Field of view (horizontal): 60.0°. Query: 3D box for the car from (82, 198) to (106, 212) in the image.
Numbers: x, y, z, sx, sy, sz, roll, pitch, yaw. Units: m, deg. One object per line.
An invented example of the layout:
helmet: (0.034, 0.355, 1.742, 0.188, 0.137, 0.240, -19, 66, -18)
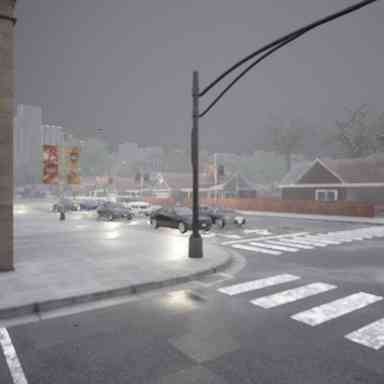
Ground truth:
car: (-13.152, 1.729, 43.185, 1.882, 1.535, 5.008, 0, 1, -35)

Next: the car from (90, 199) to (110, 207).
car: (-16.316, 1.894, 58.849, 1.994, 1.385, 4.181, 0, 0, -36)

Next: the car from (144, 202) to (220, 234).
car: (-0.789, 1.574, 20.362, 1.882, 1.535, 5.008, 0, 0, -36)

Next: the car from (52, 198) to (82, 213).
car: (-15.767, 1.604, 41.257, 2.097, 1.767, 4.553, 0, 0, -35)

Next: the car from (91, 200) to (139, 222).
car: (-6.736, 1.665, 28.643, 1.837, 1.490, 4.892, 0, -1, -36)

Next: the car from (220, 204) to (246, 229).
car: (1.554, 1.589, 22.674, 2.128, 1.511, 4.902, 0, 0, -36)

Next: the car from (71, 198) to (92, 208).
car: (-18.956, 1.810, 56.953, 1.882, 1.535, 5.008, 0, 0, -36)

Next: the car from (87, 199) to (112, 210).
car: (-13.907, 1.775, 49.995, 2.128, 1.511, 4.902, 0, 0, -35)

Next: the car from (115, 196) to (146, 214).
car: (-6.076, 1.399, 33.300, 2.150, 2.045, 5.566, 0, 0, -35)

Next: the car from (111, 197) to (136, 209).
car: (-10.442, 1.626, 50.675, 2.097, 1.767, 4.553, 0, 0, -36)
